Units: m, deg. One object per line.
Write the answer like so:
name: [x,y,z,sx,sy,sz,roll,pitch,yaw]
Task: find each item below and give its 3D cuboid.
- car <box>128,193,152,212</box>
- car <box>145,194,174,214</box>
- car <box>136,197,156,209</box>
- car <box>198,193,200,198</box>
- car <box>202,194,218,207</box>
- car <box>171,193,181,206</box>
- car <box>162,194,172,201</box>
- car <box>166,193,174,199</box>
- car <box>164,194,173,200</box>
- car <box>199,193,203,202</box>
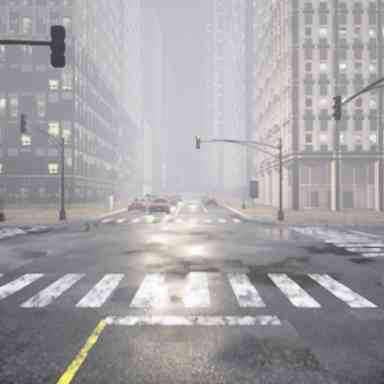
car: [-5.678,1.260,35.902,1.967,1.590,4.097,1,0,0]
car: [-3.097,1.313,32.810,1.882,1.535,5.008,0,0,0]
car: [-5.681,1.374,41.478,1.802,1.307,4.206,1,0,0]
car: [2.697,1.246,63.848,1.947,1.339,4.313,1,0,0]
car: [2.698,1.346,47.116,1.802,1.307,4.206,1,0,0]
car: [-3.077,1.253,47.943,2.128,1.511,4.902,0,0,0]
car: [-5.684,1.171,74.928,1.887,1.381,4.507,1,0,0]
car: [-5.685,1.115,86.078,1.887,1.381,4.507,1,0,0]
car: [-5.684,1.149,80.503,2.008,1.369,4.403,1,0,0]
car: [2.699,1.233,58.441,1.752,1.417,4.829,1,0,0]
